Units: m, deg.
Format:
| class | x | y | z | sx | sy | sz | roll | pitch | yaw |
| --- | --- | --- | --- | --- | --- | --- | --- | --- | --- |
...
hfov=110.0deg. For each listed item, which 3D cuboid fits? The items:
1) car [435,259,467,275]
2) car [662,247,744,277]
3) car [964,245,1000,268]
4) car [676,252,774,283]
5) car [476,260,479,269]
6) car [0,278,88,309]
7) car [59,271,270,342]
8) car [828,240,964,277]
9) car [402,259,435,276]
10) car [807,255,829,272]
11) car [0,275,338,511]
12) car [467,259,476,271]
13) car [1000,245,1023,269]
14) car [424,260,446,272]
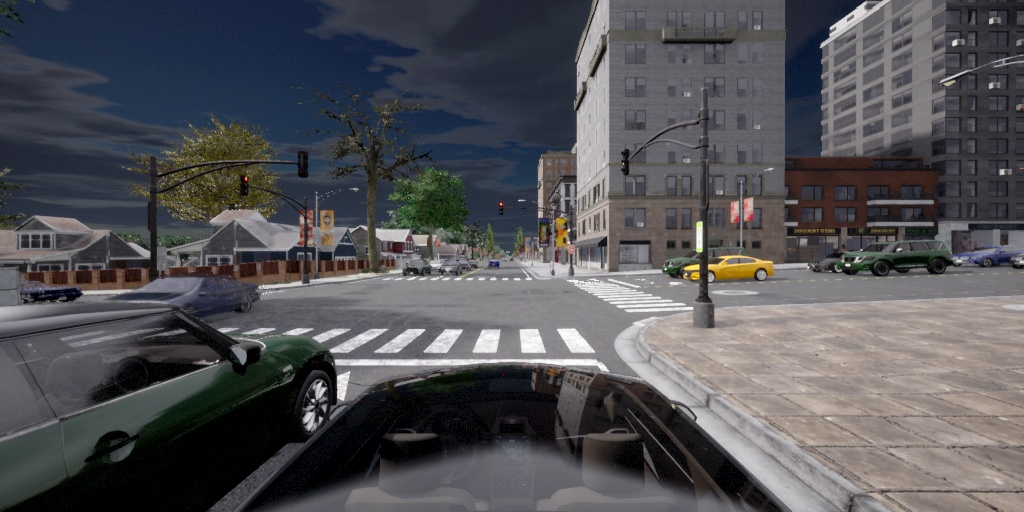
| class | x | y | z | sx | sy | sz | roll | pitch | yaw |
| --- | --- | --- | --- | --- | --- | --- | --- | --- | --- |
| car | -6.610 | 1.262 | 39.557 | 2.128 | 1.511 | 4.902 | 0 | 0 | 0 |
| car | 13.445 | 0.459 | 24.970 | 5.566 | 2.045 | 2.150 | -2 | 0 | 0 |
| car | 33.544 | 0.007 | 25.031 | 4.674 | 1.442 | 1.812 | -2 | 0 | 0 |
| car | 13.026 | 0.742 | 21.721 | 5.008 | 1.535 | 1.882 | -2 | 0 | -1 |
| car | -6.613 | 1.322 | 59.621 | 1.837 | 1.490 | 4.892 | 0 | 0 | 0 |
| car | -25.271 | 1.930 | 18.414 | 4.718 | 1.301 | 1.895 | -2 | 0 | 1 |
| car | -10.001 | 1.298 | 11.164 | 2.033 | 1.411 | 5.357 | 0 | 0 | -10 |
| car | 23.122 | 0.099 | 21.752 | 5.566 | 2.045 | 2.150 | -2 | 0 | 0 |
| car | -9.861 | 1.121 | 37.480 | 2.097 | 1.767 | 4.553 | 0 | 0 | 0 |
| car | 23.412 | 0.361 | 25.004 | 4.892 | 1.490 | 1.837 | -2 | 0 | 0 |
| car | -3.151 | 1.102 | 2.490 | 2.097 | 1.767 | 4.553 | 0 | 0 | 0 |
| car | -6.619 | 1.336 | 49.275 | 2.033 | 1.411 | 5.357 | 0 | 0 | 0 |
| car | 33.374 | 0.023 | 21.778 | 4.674 | 1.442 | 1.812 | -2 | 0 | 0 |
| car | -9.868 | 1.308 | 46.463 | 1.812 | 1.442 | 4.674 | 0 | 0 | 0 |
